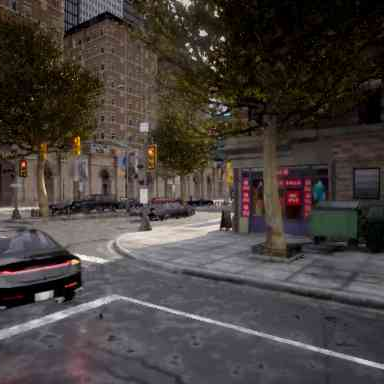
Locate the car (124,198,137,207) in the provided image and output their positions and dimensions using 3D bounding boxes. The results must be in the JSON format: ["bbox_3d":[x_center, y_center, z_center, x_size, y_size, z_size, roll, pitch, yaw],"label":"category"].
[{"bbox_3d":[-8.138,1.526,45.468,1.812,1.442,4.674,0,0,36],"label":"car"}]

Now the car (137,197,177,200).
[{"bbox_3d":[-4.594,1.478,44.420,1.882,1.535,5.008,0,0,36],"label":"car"}]

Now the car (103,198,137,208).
[{"bbox_3d":[-10.271,1.595,47.917,1.895,1.301,4.718,0,0,36],"label":"car"}]

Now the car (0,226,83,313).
[{"bbox_3d":[-4.162,1.496,7.177,4.902,1.511,2.128,0,1,44],"label":"car"}]

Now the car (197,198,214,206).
[{"bbox_3d":[1.425,1.601,52.756,1.895,1.301,4.718,0,0,36],"label":"car"}]

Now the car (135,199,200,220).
[{"bbox_3d":[-1.967,1.548,28.150,2.033,1.411,5.357,0,0,37],"label":"car"}]

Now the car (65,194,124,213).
[{"bbox_3d":[-10.498,1.221,36.226,2.150,2.045,5.566,0,0,36],"label":"car"}]

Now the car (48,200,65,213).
[{"bbox_3d":[-13.763,1.547,37.679,2.033,1.411,5.357,0,0,36],"label":"car"}]

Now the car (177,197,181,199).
[{"bbox_3d":[-2.268,1.564,53.623,1.994,1.385,4.181,0,0,36],"label":"car"}]
